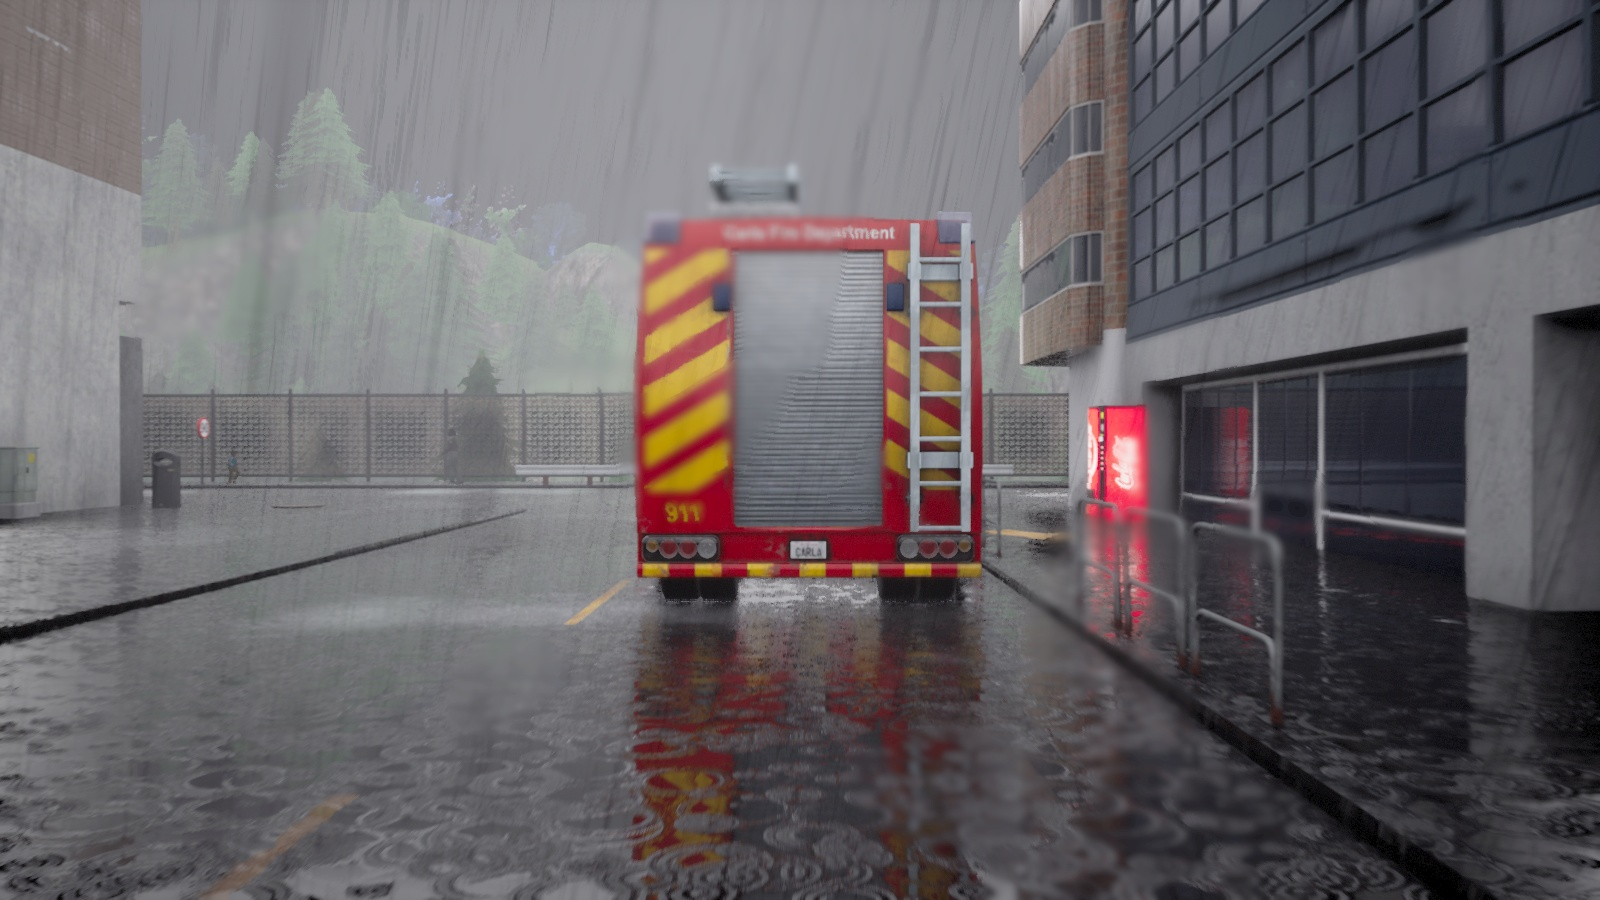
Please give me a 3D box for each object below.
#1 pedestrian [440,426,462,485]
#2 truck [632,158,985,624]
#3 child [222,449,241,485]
[{"bbox_3d":[-11.456,0.191,41.243,0.666,1.930,0.402,0,0,-11],"label":"pedestrian"},{"bbox_3d":[0.086,-0.508,14.550,2.891,3.827,8.468,0,0,0],"label":"truck"},{"bbox_3d":[-19.088,0.559,42.178,0.448,1.192,0.343,0,0,18],"label":"child"}]
